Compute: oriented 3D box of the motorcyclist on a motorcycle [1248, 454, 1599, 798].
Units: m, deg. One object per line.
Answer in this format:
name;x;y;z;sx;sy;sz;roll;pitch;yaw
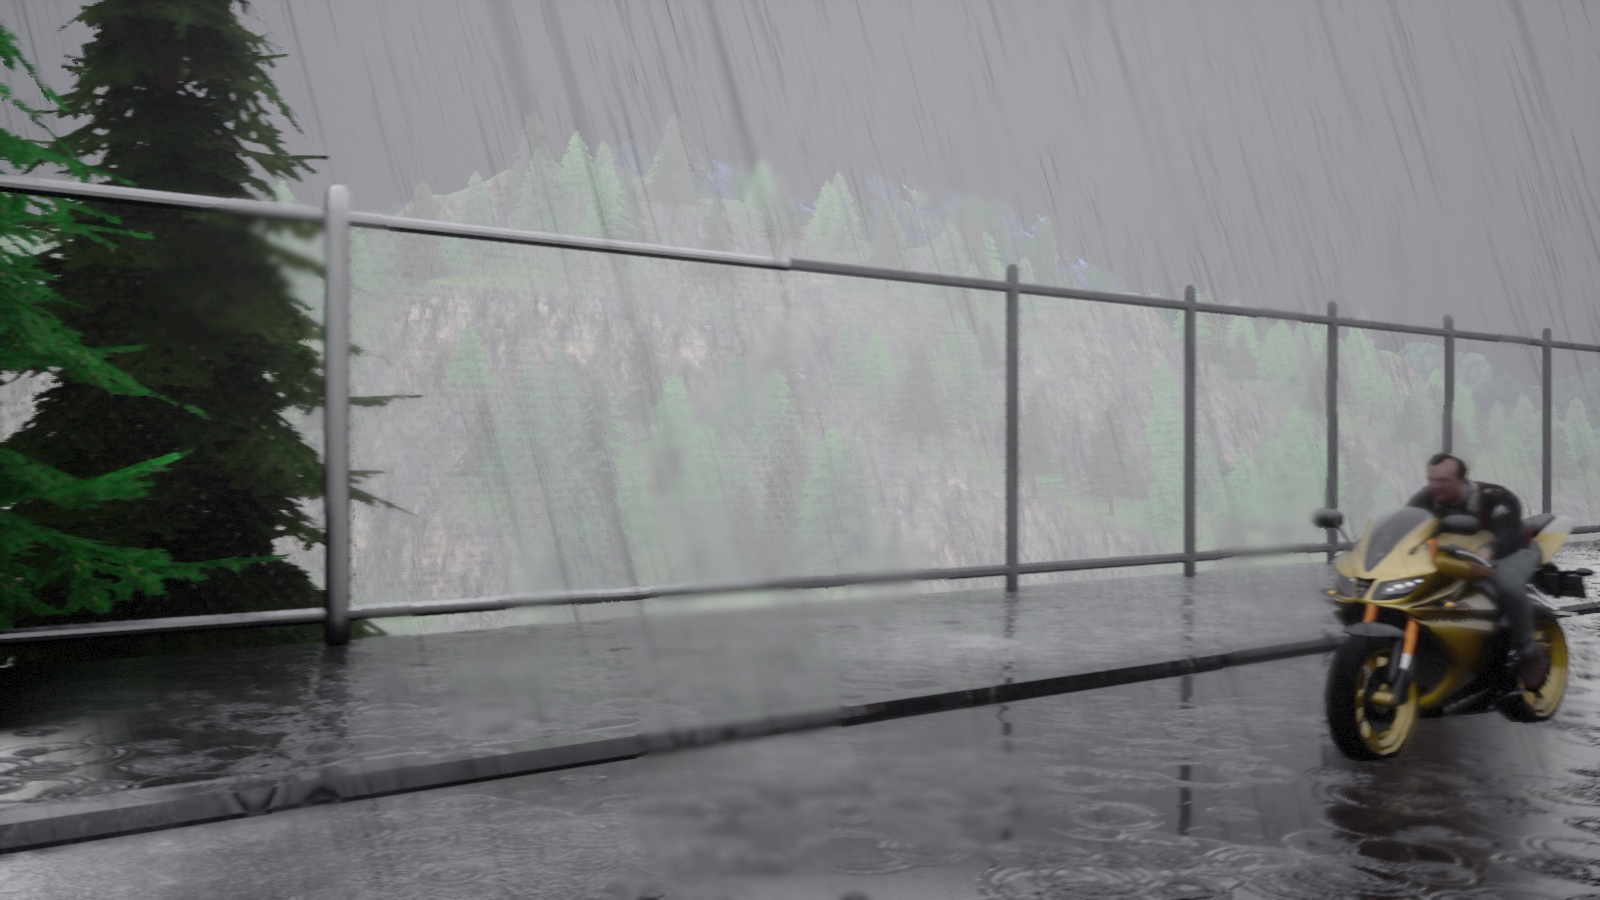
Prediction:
motorcyclist on a motorcycle;3.404;0.789;6.585;2.191;1.530;0.866;0;0;-34
